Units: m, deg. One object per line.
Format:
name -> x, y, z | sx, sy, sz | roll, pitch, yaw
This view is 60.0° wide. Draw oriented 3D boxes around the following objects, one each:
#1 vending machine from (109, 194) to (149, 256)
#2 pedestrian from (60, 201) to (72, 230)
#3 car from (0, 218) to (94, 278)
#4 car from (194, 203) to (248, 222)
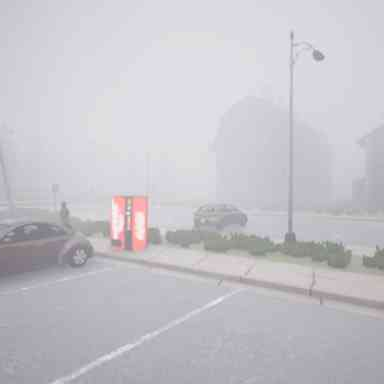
vending machine -> -2.262, 1.117, 11.929 | 0.880, 2.100, 1.100 | 1, 0, 35
pedestrian -> -4.532, 1.194, 11.798 | 0.375, 1.860, 0.375 | 1, 0, 31
car -> -4.675, 1.440, 8.911 | 1.784, 1.438, 3.905 | 1, 0, 36
car -> 1.797, 1.414, 20.094 | 1.816, 1.474, 4.193 | 1, 0, 36
